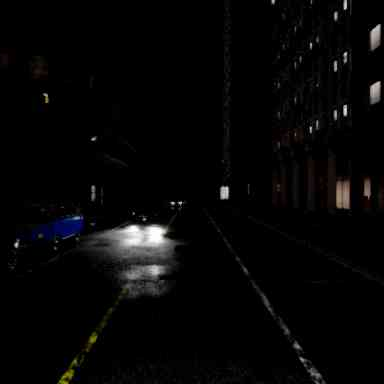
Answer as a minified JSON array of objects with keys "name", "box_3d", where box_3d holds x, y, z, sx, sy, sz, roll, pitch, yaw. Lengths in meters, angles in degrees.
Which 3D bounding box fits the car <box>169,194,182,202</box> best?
[{"name":"car","box_3d":[-3.027,1.215,65.783,1.812,1.442,4.674,0,0,0]}]

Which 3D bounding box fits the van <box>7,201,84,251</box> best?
[{"name":"van","box_3d":[-5.693,1.273,13.312,1.690,1.788,3.998,0,0,0]}]

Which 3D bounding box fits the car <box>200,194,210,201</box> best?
[{"name":"car","box_3d":[2.676,1.224,69.800,2.008,1.369,4.403,0,0,0]}]

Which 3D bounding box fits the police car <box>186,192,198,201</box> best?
[{"name":"police car","box_3d":[0.234,1.101,69.296,1.930,1.638,5.238,0,0,-18]}]

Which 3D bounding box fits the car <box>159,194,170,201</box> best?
[{"name":"car","box_3d":[-5.704,1.224,69.798,2.008,1.369,4.403,0,0,0]}]

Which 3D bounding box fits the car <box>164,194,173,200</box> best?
[{"name":"car","box_3d":[-5.707,1.193,81.095,1.947,1.339,4.313,0,0,0]}]

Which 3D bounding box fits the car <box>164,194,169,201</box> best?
[{"name":"car","box_3d":[-5.702,1.163,58.501,1.967,1.590,4.097,0,0,0]}]

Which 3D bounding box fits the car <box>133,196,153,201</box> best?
[{"name":"car","box_3d":[-5.698,1.404,35.907,1.802,1.307,4.206,0,0,0]}]

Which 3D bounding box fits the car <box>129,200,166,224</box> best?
[{"name":"car","box_3d":[-3.105,1.479,23.966,1.895,1.301,4.718,0,0,0]}]

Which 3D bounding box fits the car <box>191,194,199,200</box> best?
[{"name":"car","box_3d":[0.766,1.139,79.328,1.837,1.490,4.892,0,0,1]}]

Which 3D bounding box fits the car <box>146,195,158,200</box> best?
[{"name":"car","box_3d":[-5.699,1.379,41.556,1.802,1.307,4.206,0,0,0]}]

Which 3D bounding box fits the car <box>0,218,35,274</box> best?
[{"name":"car","box_3d":[-5.693,1.527,7.665,1.947,1.339,4.313,0,0,0]}]

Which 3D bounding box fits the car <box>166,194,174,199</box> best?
[{"name":"car","box_3d":[-5.708,1.131,86.574,1.752,1.417,4.829,0,0,0]}]

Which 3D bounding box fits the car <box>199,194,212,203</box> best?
[{"name":"car","box_3d":[2.679,1.247,58.673,1.752,1.417,4.829,0,0,0]}]

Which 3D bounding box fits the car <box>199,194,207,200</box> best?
[{"name":"car","box_3d":[2.674,1.193,81.097,1.947,1.339,4.313,0,0,0]}]

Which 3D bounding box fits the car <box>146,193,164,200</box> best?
[{"name":"car","box_3d":[-5.700,1.087,47.203,2.192,1.841,5.009,0,0,0]}]
